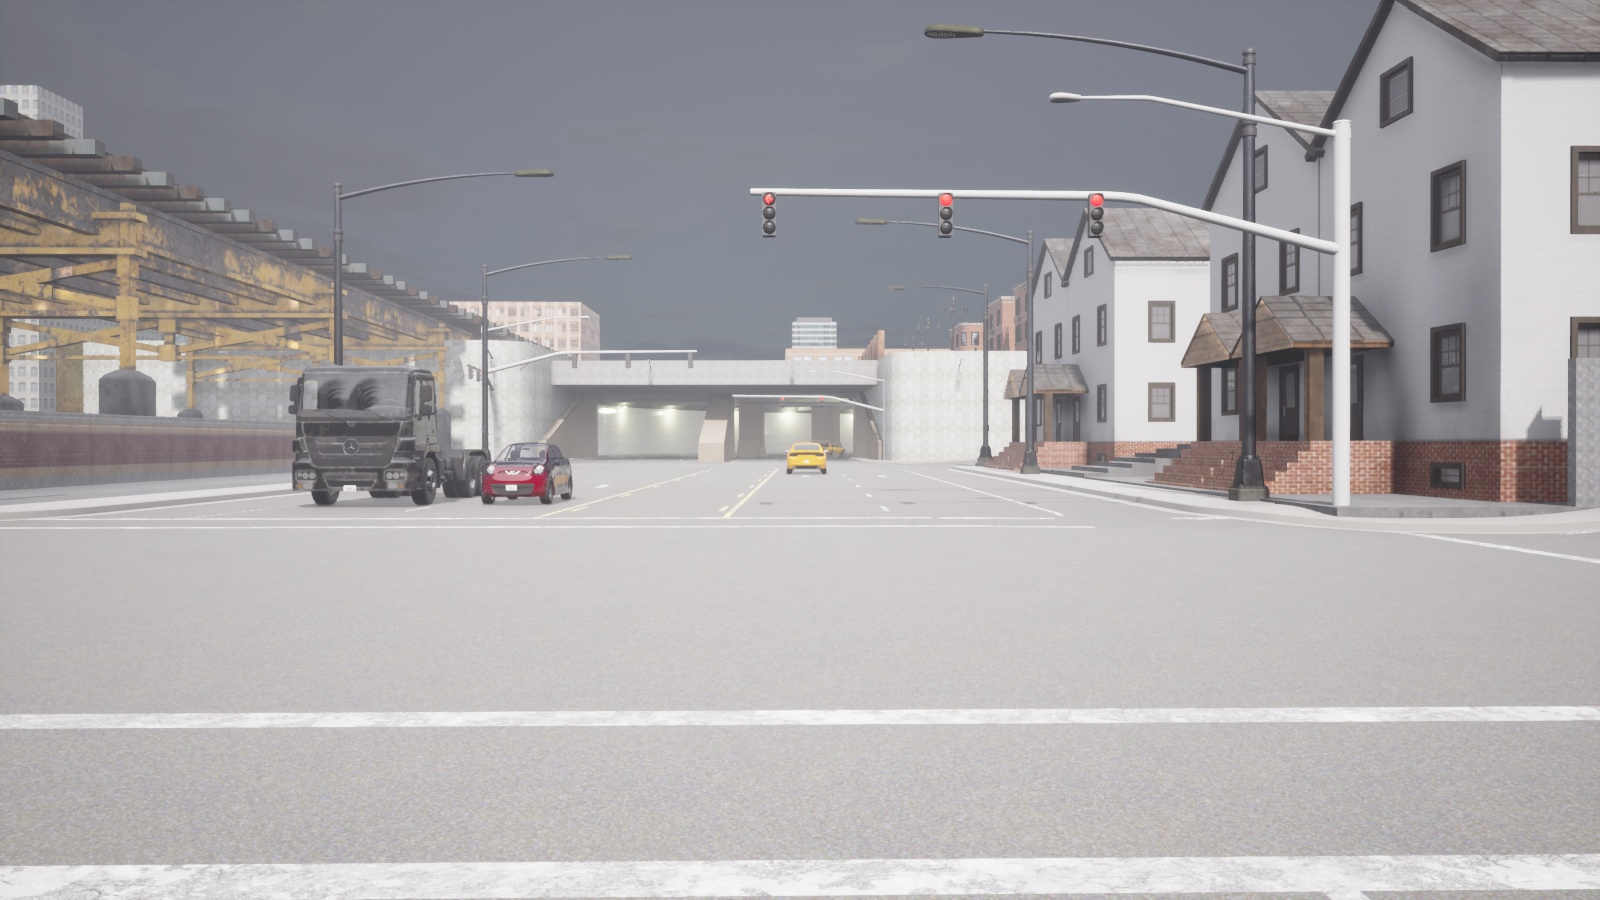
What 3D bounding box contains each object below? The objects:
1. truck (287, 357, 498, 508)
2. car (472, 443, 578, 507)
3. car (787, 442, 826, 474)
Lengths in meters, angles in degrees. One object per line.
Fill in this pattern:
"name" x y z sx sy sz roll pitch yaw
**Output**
"truck" -10.319 -0.429 32.822 2.891 3.462 7.936 0 0 0
"car" -6.827 0.577 31.538 1.845 1.501 3.633 0 0 0
"car" 0.328 0.374 62.142 1.882 1.535 5.008 0 0 0
